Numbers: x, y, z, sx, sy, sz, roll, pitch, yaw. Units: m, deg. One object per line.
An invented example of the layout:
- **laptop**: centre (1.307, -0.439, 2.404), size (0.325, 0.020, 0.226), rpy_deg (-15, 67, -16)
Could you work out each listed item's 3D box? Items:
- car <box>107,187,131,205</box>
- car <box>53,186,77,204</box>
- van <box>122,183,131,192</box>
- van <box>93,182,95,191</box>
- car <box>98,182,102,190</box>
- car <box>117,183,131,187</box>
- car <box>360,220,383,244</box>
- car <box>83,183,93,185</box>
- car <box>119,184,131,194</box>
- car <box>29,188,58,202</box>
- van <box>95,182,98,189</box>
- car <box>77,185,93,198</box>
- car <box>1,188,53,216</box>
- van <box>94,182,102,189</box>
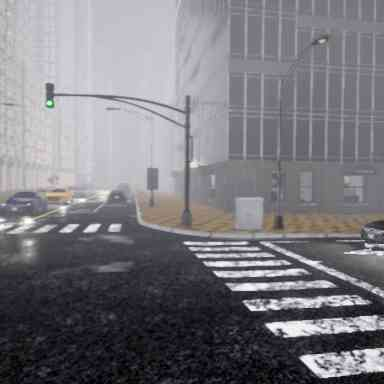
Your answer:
- **car**: centre (-6.991, 0.446, 31.431), size (1.947, 1.339, 4.313), rpy_deg (0, 2, -10)
- **car**: centre (-12.597, 0.305, 31.779), size (1.882, 1.535, 5.008), rpy_deg (0, 2, -10)
- **van**: centre (-13.694, -1.014, 69.512), size (1.690, 1.788, 3.998), rpy_deg (0, 2, -10)
- **van**: centre (-21.457, -1.030, 68.155), size (1.690, 1.788, 3.998), rpy_deg (0, 2, -10)
- **car**: centre (-24.309, -1.590, 84.480), size (2.192, 1.841, 5.009), rpy_deg (0, 2, -10)
- **car**: centre (-10.841, -0.507, 53.183), size (2.192, 1.841, 5.009), rpy_deg (0, 2, -10)
- **car**: centre (8.805, 1.394, 12.698), size (4.674, 1.442, 1.812), rpy_deg (1, 2, -14)
- **car**: centre (-20.507, -0.754, 62.716), size (1.967, 1.590, 4.097), rpy_deg (0, 2, -10)
- **car**: centre (-11.793, -0.560, 58.630), size (1.967, 1.590, 4.097), rpy_deg (0, 2, -10)
- **car**: centre (-15.753, 0.271, 35.508), size (1.802, 1.307, 4.206), rpy_deg (0, 2, -10)
- **van**: centre (-22.408, -1.208, 73.597), size (1.690, 1.788, 3.998), rpy_deg (0, 2, -10)
- **car**: centre (-14.693, 0.040, 43.859), size (1.895, 1.301, 4.718), rpy_deg (0, 2, -10)
- **car**: centre (-10.882, 0.668, 21.950), size (1.812, 1.442, 4.674), rpy_deg (0, 2, -10)
- **van**: centre (-25.261, -1.741, 89.923), size (1.690, 1.788, 3.998), rpy_deg (0, 2, -10)
